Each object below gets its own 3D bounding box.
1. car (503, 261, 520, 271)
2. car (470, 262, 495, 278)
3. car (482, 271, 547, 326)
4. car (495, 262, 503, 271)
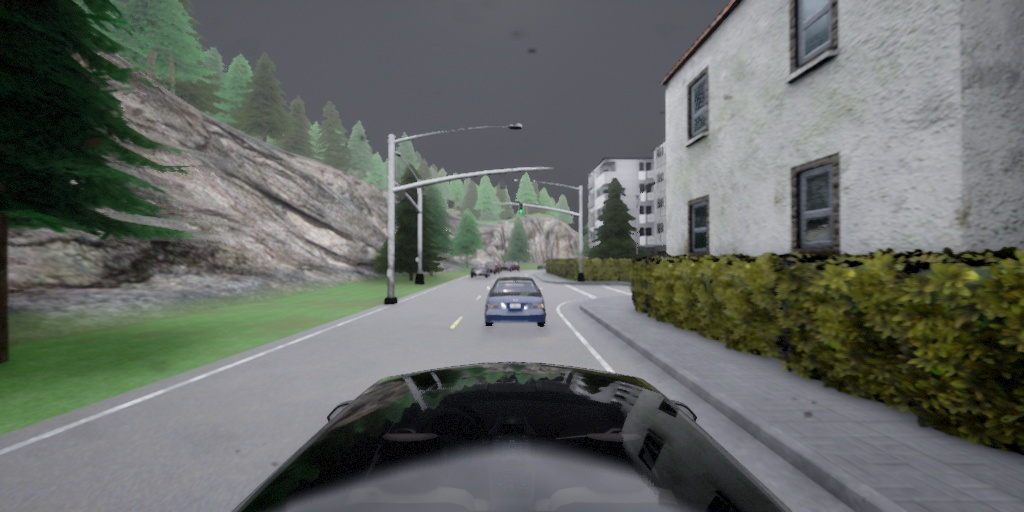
[{"bbox_3d":[-0.363,1.686,58.800,2.097,1.767,4.553,0,-1,25],"label":"car"},{"bbox_3d":[-3.458,1.630,39.695,2.128,1.511,4.902,0,-1,2],"label":"car"},{"bbox_3d":[0.098,1.404,12.102,2.033,1.411,5.357,0,-1,0],"label":"car"},{"bbox_3d":[-2.965,1.584,48.771,2.097,1.767,4.553,0,-1,7],"label":"car"}]
